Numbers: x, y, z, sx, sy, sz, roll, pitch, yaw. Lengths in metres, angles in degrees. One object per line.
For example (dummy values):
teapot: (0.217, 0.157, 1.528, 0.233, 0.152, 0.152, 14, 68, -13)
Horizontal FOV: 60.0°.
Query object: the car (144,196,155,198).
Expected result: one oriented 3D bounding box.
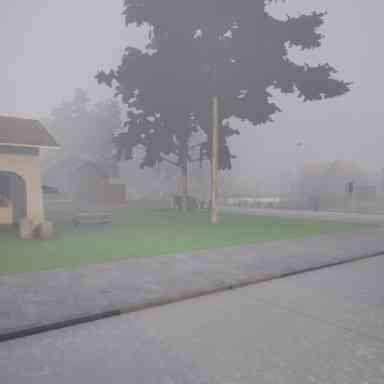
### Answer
car: (-8.976, 1.526, 69.239, 1.812, 1.442, 4.674, 0, 0, -36)
